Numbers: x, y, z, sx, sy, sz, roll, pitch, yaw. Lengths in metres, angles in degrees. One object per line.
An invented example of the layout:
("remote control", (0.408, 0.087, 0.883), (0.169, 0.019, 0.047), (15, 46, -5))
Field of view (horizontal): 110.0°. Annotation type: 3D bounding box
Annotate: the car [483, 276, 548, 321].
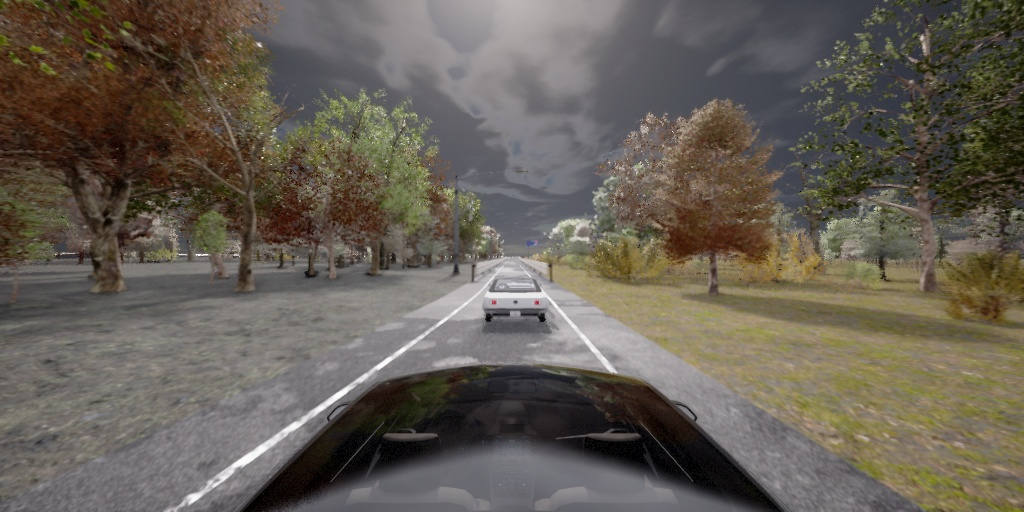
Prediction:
("car", (0.101, 1.348, 12.396), (1.895, 1.301, 4.718), (0, 0, 0))
